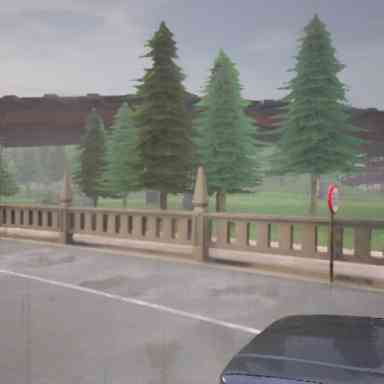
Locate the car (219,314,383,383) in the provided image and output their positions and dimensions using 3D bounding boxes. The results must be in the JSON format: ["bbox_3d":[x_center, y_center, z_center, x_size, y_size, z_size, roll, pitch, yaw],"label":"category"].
[{"bbox_3d":[2.755,1.541,1.940,5.357,1.411,2.033,0,0,35],"label":"car"}]
